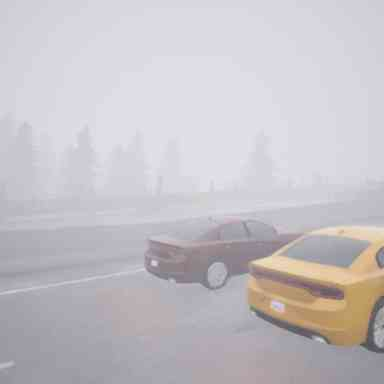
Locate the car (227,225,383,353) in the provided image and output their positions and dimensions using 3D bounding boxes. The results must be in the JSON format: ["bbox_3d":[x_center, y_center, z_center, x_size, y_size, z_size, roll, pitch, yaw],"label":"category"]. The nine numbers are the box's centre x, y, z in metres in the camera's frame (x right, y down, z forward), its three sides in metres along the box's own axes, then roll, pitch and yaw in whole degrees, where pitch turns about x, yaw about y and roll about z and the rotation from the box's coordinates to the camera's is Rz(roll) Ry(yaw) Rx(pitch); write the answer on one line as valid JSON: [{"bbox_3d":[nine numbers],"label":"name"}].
[{"bbox_3d":[3.224,1.367,6.083,5.008,1.535,1.882,-2,1,-35],"label":"car"}]

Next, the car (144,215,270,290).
[{"bbox_3d":[1.177,1.368,8.922,5.008,1.535,1.882,-2,1,-35],"label":"car"}]

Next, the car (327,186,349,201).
[{"bbox_3d":[17.268,0.124,37.790,4.902,1.511,2.128,-3,2,-35],"label":"car"}]

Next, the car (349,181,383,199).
[{"bbox_3d":[19.378,-0.148,34.996,5.566,2.045,2.150,-3,2,-35],"label":"car"}]
